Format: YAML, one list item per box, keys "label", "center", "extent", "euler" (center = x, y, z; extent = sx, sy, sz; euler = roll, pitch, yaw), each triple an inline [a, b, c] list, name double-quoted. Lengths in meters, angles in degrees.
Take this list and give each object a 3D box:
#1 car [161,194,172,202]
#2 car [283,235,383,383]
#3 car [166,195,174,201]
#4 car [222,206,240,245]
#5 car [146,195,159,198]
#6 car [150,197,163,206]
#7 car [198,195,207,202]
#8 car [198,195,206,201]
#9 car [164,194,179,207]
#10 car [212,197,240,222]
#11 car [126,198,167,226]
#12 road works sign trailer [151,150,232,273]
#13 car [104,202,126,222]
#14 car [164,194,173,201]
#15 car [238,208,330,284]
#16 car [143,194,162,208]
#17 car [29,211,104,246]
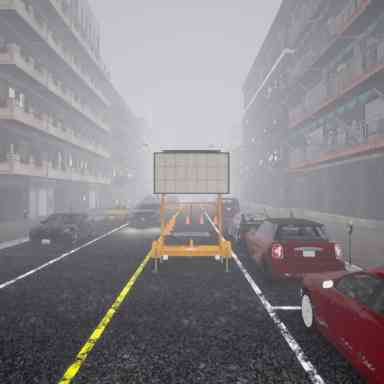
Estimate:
- label: "car"
  center: [-5.799, 1.292, 77.190]
  extent: [2.192, 1.841, 5.009]
  euler: [0, 0, 0]
- label: "car"
  center: [2.686, 1.545, 3.925]
  extent: [1.887, 1.381, 4.507]
  euler: [0, 0, 0]
- label: "car"
  center: [-5.816, 1.516, 88.463]
  extent: [1.887, 1.381, 4.507]
  euler: [0, 0, 0]
- label: "car"
  center: [2.670, 1.550, 15.197]
  extent: [2.008, 1.369, 4.403]
  euler: [0, 0, 0]
- label: "car"
  center: [-5.751, 1.432, 43.372]
  extent: [1.967, 1.590, 4.097]
  euler: [0, 0, 0]
- label: "car"
  center: [-5.768, 1.570, 54.645]
  extent: [1.802, 1.307, 4.206]
  euler: [0, 0, 0]
- label: "car"
  center: [2.580, 1.503, 77.368]
  extent: [1.752, 1.417, 4.829]
  euler: [0, 0, 0]
- label: "car"
  center: [2.564, 1.516, 88.471]
  extent: [1.887, 1.381, 4.507]
  euler: [0, 0, 0]
- label: "car"
  center: [-3.073, 1.341, 50.868]
  extent: [2.097, 1.767, 4.553]
  euler: [0, 0, 0]
- label: "car"
  center: [2.655, 1.312, 26.471]
  extent: [2.192, 1.841, 5.009]
  euler: [0, 0, 0]
- label: "car"
  center: [-3.134, 1.475, 23.806]
  extent: [1.882, 1.535, 5.008]
  euler: [0, 0, 0]
- label: "road works sign trailer"
  center: [-0.015, 0.464, 10.690]
  extent: [2.380, 3.560, 2.880]
  euler: [0, 0, 0]
- label: "car"
  center: [-5.727, 1.523, 26.292]
  extent: [1.752, 1.417, 4.829]
  euler: [0, 0, 0]
- label: "car"
  center: [-5.808, 1.414, 82.826]
  extent: [1.967, 1.590, 4.097]
  euler: [0, 0, 0]
- label: "car"
  center: [2.678, 1.440, 9.562]
  extent: [1.967, 1.590, 4.097]
  euler: [0, 0, 0]
- label: "car"
  center: [-5.758, 1.305, 49.008]
  extent: [2.192, 1.841, 5.009]
  euler: [0, 0, 0]
- label: "car"
  center: [-5.711, 1.565, 15.188]
  extent: [1.947, 1.339, 4.313]
  euler: [0, 0, 0]
